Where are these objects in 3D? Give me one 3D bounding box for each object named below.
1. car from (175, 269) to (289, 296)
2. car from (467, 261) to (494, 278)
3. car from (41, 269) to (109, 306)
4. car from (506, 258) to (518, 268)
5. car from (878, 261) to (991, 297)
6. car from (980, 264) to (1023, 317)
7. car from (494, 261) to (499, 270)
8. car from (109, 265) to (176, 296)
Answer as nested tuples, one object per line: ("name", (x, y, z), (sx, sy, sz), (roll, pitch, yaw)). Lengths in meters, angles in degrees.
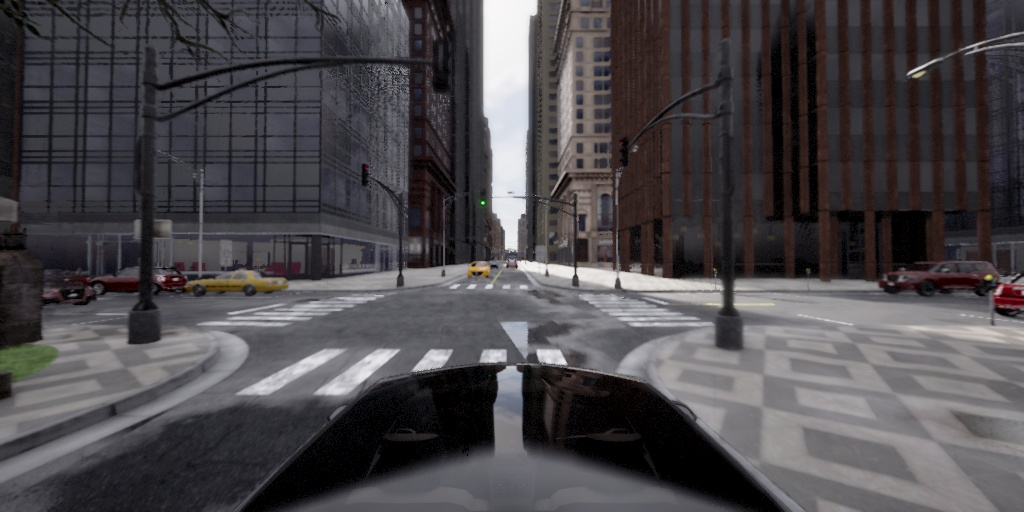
("car", (-14.750, 1.373, 19.275), (4.829, 1.417, 1.751), (0, 0, 0))
("car", (-3.083, 1.264, 34.076), (1.882, 1.535, 5.008), (0, 0, 0))
("car", (-18.430, 1.287, 13.435), (4.181, 1.385, 1.994), (0, -1, 0))
("car", (0.005, 1.400, 61.548), (1.994, 1.385, 4.181), (0, 0, 0))
("car", (22.828, 1.187, 19.204), (5.009, 1.841, 2.192), (0, 0, 0))
("car", (17.374, 1.130, 10.690), (4.097, 1.591, 1.967), (0, 0, 0))
("car", (-3.009, 1.424, 55.769), (1.895, 1.301, 4.718), (0, 0, 0))
("car", (-20.037, 1.284, 19.285), (4.097, 1.591, 1.967), (0, 0, 0))
